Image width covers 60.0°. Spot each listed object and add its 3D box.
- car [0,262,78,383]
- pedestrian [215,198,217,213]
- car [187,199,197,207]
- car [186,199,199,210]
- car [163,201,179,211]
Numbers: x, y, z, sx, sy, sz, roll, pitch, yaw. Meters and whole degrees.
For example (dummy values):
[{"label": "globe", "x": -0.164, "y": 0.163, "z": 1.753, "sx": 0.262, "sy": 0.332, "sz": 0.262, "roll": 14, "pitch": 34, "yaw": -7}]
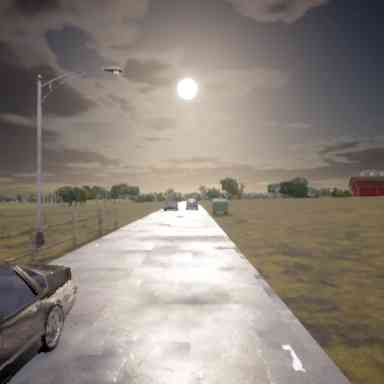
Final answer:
[{"label": "car", "x": -2.851, "y": 1.560, "z": 3.422, "sx": 2.033, "sy": 1.411, "sz": 5.357, "roll": 0, "pitch": 0, "yaw": 0}, {"label": "pedestrian", "x": 2.823, "y": 1.536, "z": 39.129, "sx": 0.375, "sy": 1.860, "sz": 0.375, "roll": 0, "pitch": -1, "yaw": -10}, {"label": "car", "x": -0.002, "y": 2.113, "z": 64.415, "sx": 2.033, "sy": 1.411, "sz": 5.357, "roll": 0, "pitch": -1, "yaw": 0}, {"label": "car", "x": 0.033, "y": 1.917, "z": 51.881, "sx": 2.128, "sy": 1.511, "sz": 4.902, "roll": 0, "pitch": -1, "yaw": 1}, {"label": "car", "x": -2.829, "y": 1.926, "z": 45.862, "sx": 1.994, "sy": 1.385, "sz": 4.181, "roll": 0, "pitch": -1, "yaw": 0}]
